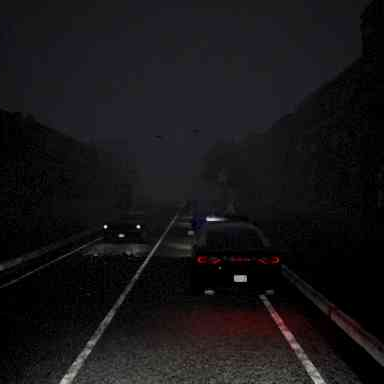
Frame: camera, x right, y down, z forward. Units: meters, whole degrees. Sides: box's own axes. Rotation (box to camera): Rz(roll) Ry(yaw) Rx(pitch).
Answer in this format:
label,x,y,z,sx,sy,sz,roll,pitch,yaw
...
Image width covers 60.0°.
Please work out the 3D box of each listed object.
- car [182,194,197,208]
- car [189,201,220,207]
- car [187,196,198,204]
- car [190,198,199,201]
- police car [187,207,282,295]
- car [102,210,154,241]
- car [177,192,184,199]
label,x,y,z,sx,sy,sz,roll,pitch,yaw
car,0.099,1.447,45.993,2.128,1.511,4.902,0,0,0
car,0.935,1.480,18.735,1.882,1.535,5.008,0,0,0
car,0.110,1.452,59.604,1.895,1.301,4.718,0,1,0
car,0.946,1.481,24.735,1.882,1.535,5.008,0,0,0
police car,0.917,1.426,8.844,1.930,1.638,5.238,0,0,0
car,-3.070,1.603,16.742,1.895,1.301,4.718,0,0,0
car,-2.834,0.893,90.129,2.097,1.767,4.553,0,1,0
